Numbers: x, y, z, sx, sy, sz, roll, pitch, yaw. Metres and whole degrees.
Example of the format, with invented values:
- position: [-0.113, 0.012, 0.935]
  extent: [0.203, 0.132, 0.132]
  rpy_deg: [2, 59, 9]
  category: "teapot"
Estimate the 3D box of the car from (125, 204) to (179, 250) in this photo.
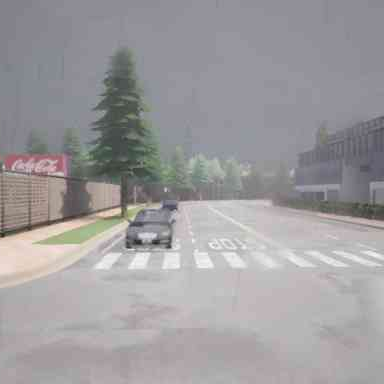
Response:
- position: [-1.670, 1.501, 14.491]
  extent: [2.128, 1.511, 4.902]
  rpy_deg: [0, 0, -1]
  category: "car"

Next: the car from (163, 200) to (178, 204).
- position: [-2.537, 1.605, 39.536]
  extent: [1.895, 1.301, 4.718]
  rpy_deg: [0, 0, -2]
  category: "car"
